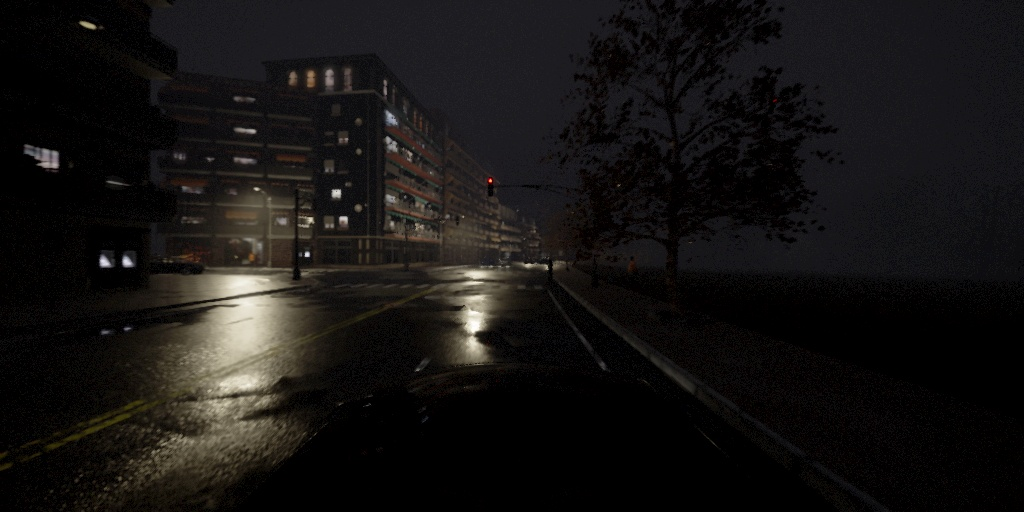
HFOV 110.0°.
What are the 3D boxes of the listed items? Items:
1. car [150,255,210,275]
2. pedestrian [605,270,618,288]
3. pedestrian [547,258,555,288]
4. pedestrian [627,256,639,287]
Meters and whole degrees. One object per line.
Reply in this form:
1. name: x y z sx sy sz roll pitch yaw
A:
1. car: -24.234 0.691 25.417 4.403 1.370 2.007 0 0 -17
2. pedestrian: 5.519 0.823 19.867 0.375 1.860 0.375 0 0 3
3. pedestrian: 2.293 0.960 21.211 0.375 1.860 0.375 0 0 3
4. pedestrian: 6.928 0.857 20.406 0.375 1.860 0.375 0 0 3
